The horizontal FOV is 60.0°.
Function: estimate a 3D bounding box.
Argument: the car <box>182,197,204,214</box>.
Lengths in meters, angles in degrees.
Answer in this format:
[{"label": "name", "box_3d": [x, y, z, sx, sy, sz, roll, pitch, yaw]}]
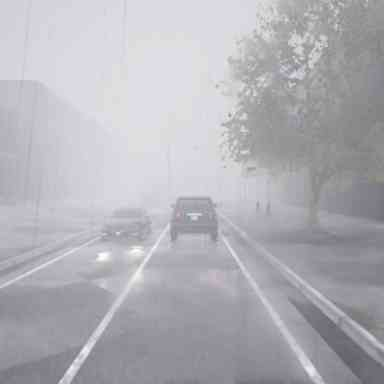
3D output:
[{"label": "car", "box_3d": [0.101, 1.337, 34.996, 2.128, 1.511, 4.902, 0, 0, 0]}]

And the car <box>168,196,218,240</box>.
[{"label": "car", "box_3d": [0.101, 1.182, 16.795, 2.150, 2.045, 5.566, 0, 0, 0]}]

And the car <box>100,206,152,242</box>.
[{"label": "car", "box_3d": [-3.098, 1.468, 16.388, 1.837, 1.490, 4.892, 0, 0, 0]}]

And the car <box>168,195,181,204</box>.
[{"label": "car", "box_3d": [-3.040, 1.326, 58.785, 1.994, 1.385, 4.181, 0, 0, 1]}]
